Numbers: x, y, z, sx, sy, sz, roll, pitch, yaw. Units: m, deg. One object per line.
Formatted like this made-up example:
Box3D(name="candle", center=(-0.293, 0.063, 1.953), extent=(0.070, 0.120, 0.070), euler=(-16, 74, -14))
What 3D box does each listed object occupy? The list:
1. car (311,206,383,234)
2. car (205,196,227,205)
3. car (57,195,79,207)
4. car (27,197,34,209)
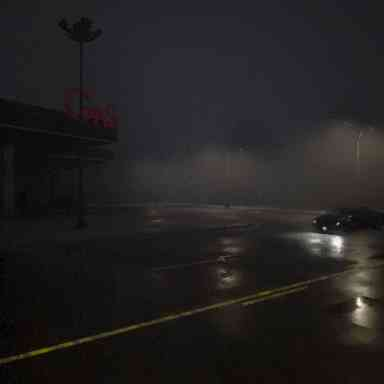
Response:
Box3D(name="car", center=(9.188, 1.536, 19.195), extent=(5.357, 1.411, 2.033), euler=(0, 0, -36))
Box3D(name="car", center=(4.283, 1.454, 59.342), extent=(1.882, 1.535, 5.008), euler=(0, 0, -36))
Box3D(name="car", center=(-17.819, 1.287, 47.573), extent=(2.242, 1.667, 4.611), euler=(0, 0, -35))
Box3D(name="car", center=(-22.029, 1.452, 43.590), extent=(1.970, 1.475, 3.806), euler=(0, 0, -35))
